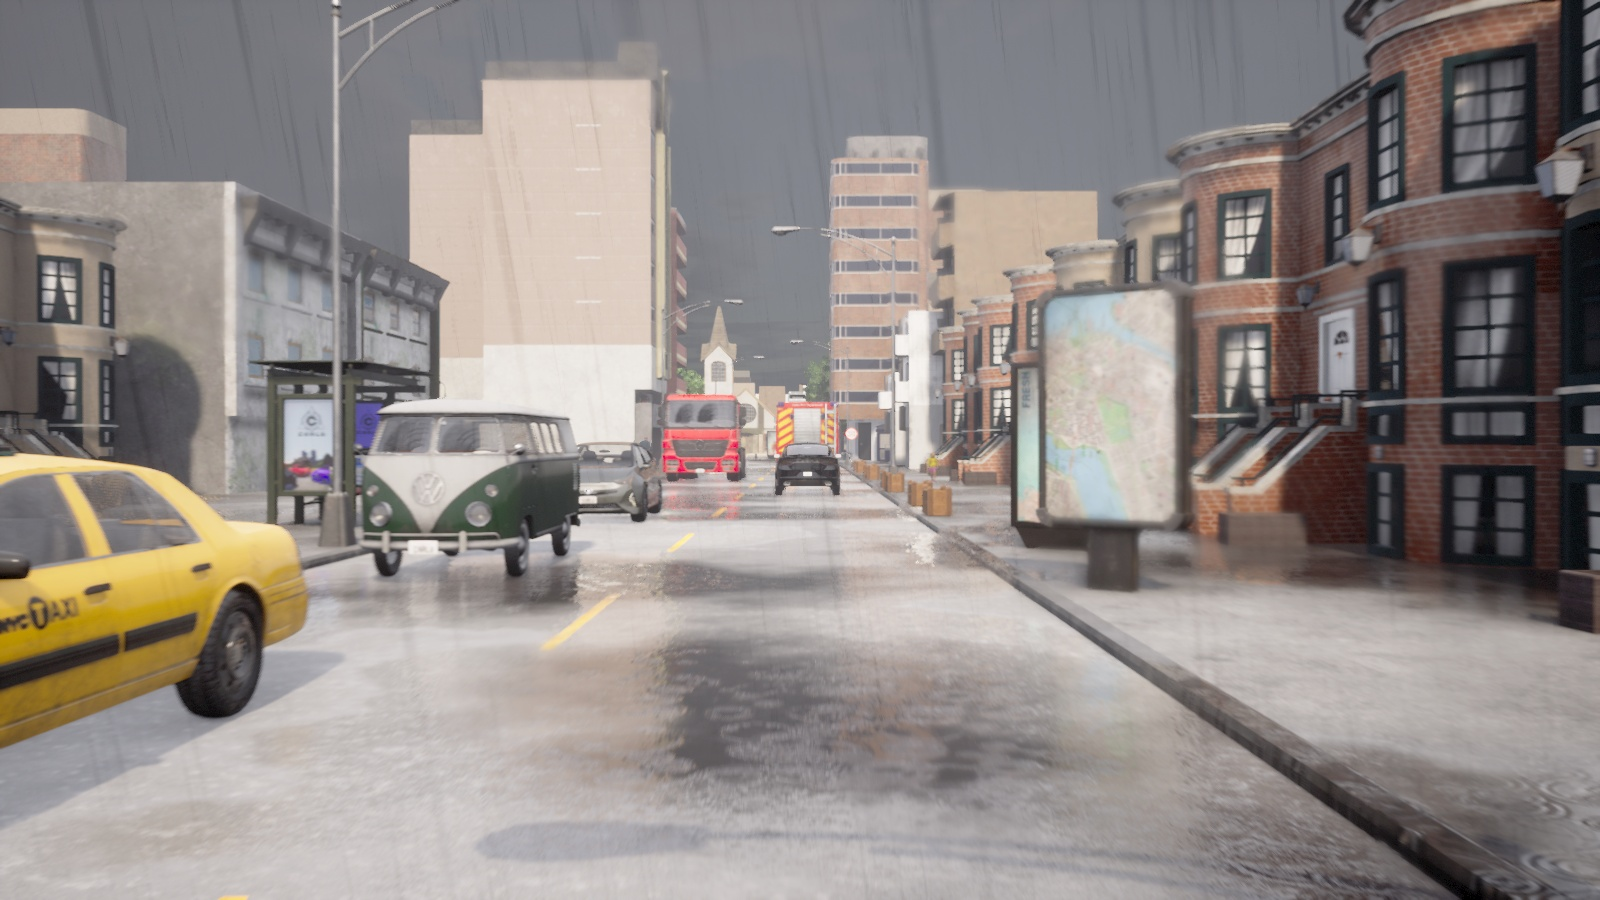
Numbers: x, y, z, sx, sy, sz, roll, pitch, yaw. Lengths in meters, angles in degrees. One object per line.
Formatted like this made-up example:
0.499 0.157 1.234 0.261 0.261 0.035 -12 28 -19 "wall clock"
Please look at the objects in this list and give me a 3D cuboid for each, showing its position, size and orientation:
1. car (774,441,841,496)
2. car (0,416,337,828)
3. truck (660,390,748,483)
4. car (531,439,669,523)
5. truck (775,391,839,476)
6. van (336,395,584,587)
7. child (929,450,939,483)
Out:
0.230 0.512 37.906 1.882 1.535 5.008 0 0 0 "car"
-3.953 0.651 5.557 1.801 1.575 5.366 0 0 0 "car"
-3.706 -0.521 50.441 2.891 3.462 7.936 0 0 0 "truck"
-3.844 0.550 24.945 2.007 1.525 4.514 0 0 0 "car"
0.333 -0.757 60.428 2.891 3.827 8.468 0 0 0 "truck"
-3.899 0.411 15.195 1.775 1.987 4.442 0 0 0 "van"
4.740 0.590 44.566 0.299 1.160 0.473 0 0 -1 "child"
